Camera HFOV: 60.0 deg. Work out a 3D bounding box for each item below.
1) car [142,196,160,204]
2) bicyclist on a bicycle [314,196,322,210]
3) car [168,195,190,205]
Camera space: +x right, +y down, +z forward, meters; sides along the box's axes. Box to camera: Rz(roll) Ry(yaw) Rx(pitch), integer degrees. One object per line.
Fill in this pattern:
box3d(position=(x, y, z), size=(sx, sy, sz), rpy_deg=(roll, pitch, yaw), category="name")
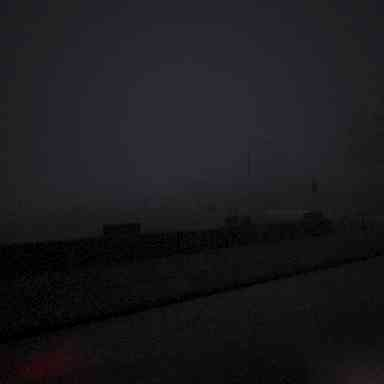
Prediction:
box3d(position=(-8.175, 1.478, 65.455), size=(1.882, 1.535, 5.008), rpy_deg=(0, 0, -36), category="car")
box3d(position=(15.190, 1.349, 40.104), size=(1.656, 1.620, 0.582), rpy_deg=(0, 0, -36), category="bicyclist on a bicycle")
box3d(position=(-2.302, 1.352, 57.303), size=(2.097, 1.767, 4.553), rpy_deg=(0, 0, -35), category="car")
